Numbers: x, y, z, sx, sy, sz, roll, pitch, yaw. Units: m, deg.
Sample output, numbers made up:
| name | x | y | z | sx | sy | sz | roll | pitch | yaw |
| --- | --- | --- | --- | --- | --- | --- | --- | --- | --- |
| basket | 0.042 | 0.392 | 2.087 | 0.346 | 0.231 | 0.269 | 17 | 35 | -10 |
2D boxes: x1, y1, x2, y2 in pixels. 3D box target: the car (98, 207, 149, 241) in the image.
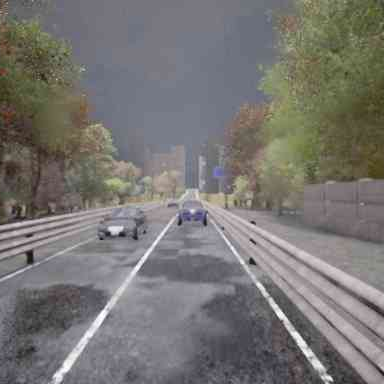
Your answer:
| name | x | y | z | sx | sy | sz | roll | pitch | yaw |
| --- | --- | --- | --- | --- | --- | --- | --- | --- | --- |
| car | -3.351 | 1.528 | 16.936 | 2.128 | 1.511 | 4.902 | 0 | 0 | 0 |

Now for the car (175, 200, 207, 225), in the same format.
| name | x | y | z | sx | sy | sz | roll | pitch | yaw |
| --- | --- | --- | --- | --- | --- | --- | --- | --- | --- |
| car | 0.049 | 1.448 | 25.327 | 2.097 | 1.767 | 4.553 | 0 | -1 | 0 |

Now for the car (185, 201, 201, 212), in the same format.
| name | x | y | z | sx | sy | sz | roll | pitch | yaw |
| --- | --- | --- | --- | --- | --- | --- | --- | --- | --- |
| car | 0.083 | 1.887 | 43.424 | 1.994 | 1.385 | 4.181 | 0 | -1 | 0 |

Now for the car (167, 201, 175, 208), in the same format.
| name | x | y | z | sx | sy | sz | roll | pitch | yaw |
| --- | --- | --- | --- | --- | --- | --- | --- | --- | --- |
| car | -3.295 | 2.199 | 58.306 | 1.895 | 1.301 | 4.718 | 0 | -1 | 1 |
